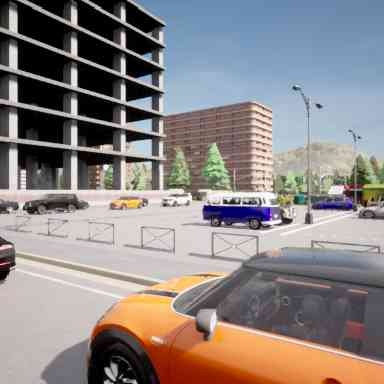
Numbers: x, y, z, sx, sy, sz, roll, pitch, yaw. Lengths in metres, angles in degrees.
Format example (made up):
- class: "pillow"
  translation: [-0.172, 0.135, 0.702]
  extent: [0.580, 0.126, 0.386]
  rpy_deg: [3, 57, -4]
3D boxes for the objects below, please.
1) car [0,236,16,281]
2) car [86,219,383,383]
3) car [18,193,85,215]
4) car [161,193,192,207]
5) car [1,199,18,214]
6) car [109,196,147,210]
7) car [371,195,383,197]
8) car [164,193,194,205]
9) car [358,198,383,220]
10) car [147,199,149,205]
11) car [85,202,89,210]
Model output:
- class: "car"
  translation: [-6.477, 1.492, 8.564]
  extent: [4.902, 1.511, 2.128]
  rpy_deg: [0, 0, 35]
- class: "car"
  translation: [1.036, 1.352, 3.250]
  extent: [4.553, 1.767, 2.097]
  rpy_deg: [0, 0, 35]
- class: "car"
  translation: [-14.250, 1.166, 34.009]
  extent: [2.150, 2.045, 5.566]
  rpy_deg: [0, 0, 35]
- class: "car"
  translation: [-2.297, 1.166, 50.921]
  extent: [2.150, 2.045, 5.566]
  rpy_deg: [0, 0, 35]
- class: "car"
  translation: [-19.556, 1.436, 32.578]
  extent: [2.128, 1.511, 4.902]
  rpy_deg: [0, 0, 36]
- class: "car"
  translation: [-8.373, 1.297, 42.337]
  extent: [2.097, 1.767, 4.553]
  rpy_deg: [0, 0, 35]
- class: "car"
  translation: [17.819, 1.153, 29.367]
  extent: [4.605, 1.855, 1.932]
  rpy_deg: [0, 0, 36]
- class: "car"
  translation: [-2.185, 1.166, 57.103]
  extent: [2.150, 2.045, 5.566]
  rpy_deg: [0, 0, 36]
- class: "car"
  translation: [14.613, 1.395, 24.802]
  extent: [3.806, 1.475, 1.970]
  rpy_deg: [0, 0, 36]
- class: "car"
  translation: [-8.390, 1.436, 48.379]
  extent: [2.128, 1.511, 4.902]
  rpy_deg: [0, 0, 35]
- class: "car"
  translation: [-14.414, 1.508, 39.852]
  extent: [1.994, 1.385, 4.181]
  rpy_deg: [0, 0, 35]
